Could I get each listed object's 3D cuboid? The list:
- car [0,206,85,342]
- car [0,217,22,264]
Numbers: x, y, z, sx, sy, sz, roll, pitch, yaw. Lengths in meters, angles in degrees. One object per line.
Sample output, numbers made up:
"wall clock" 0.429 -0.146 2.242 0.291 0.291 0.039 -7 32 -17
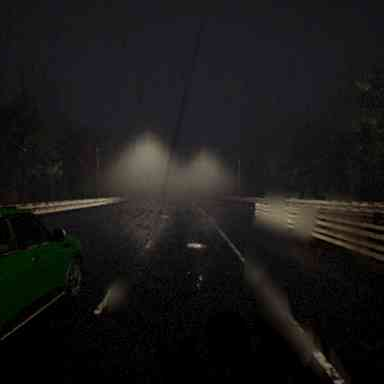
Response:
"car" -3.421 1.217 5.001 2.150 2.045 5.566 0 0 0
"car" -6.950 1.557 9.568 1.994 1.385 4.181 0 0 0
